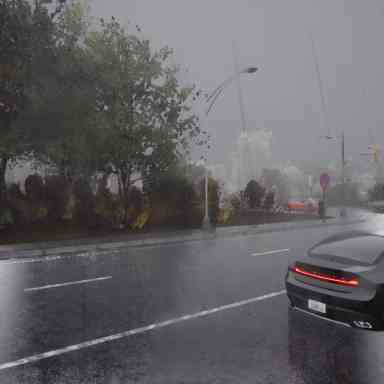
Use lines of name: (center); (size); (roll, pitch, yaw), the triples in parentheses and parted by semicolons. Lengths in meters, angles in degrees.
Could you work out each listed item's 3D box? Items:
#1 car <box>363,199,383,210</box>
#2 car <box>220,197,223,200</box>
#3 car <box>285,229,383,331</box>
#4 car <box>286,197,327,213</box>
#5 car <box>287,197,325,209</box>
car: (23.066, 1.564, 40.267); (1.994, 1.385, 4.181); (0, 0, -32)
car: (4.667, 1.438, 62.900); (1.994, 1.385, 4.181); (0, 1, -32)
car: (3.891, 1.505, 6.513); (4.892, 1.490, 1.837); (0, 0, -35)
car: (12.566, 1.352, 36.862); (2.097, 1.767, 4.553); (0, 0, -32)
car: (15.551, 1.504, 45.631); (1.837, 1.490, 4.892); (0, 0, -32)
